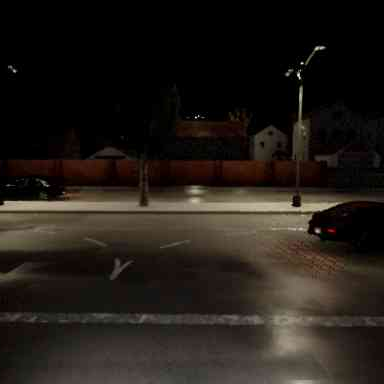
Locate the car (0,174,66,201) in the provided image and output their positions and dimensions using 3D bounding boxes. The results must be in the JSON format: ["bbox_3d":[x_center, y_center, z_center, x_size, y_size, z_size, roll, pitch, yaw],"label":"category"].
[{"bbox_3d":[-11.203,-0.241,22.772,4.892,1.490,1.837,0,6,-1],"label":"car"}]

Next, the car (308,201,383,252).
[{"bbox_3d":[6.192,1.041,11.248,4.674,1.442,1.812,0,4,-18],"label":"car"}]

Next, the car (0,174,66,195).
[{"bbox_3d":[-12.805,-0.628,26.218,5.008,1.535,1.882,0,6,-1],"label":"car"}]
